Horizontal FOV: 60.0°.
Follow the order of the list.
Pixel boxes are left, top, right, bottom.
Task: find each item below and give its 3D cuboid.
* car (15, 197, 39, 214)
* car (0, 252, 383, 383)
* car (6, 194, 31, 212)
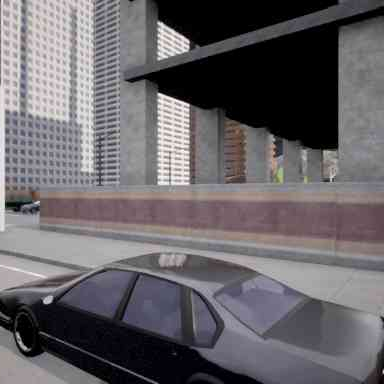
[{"bbox_3d":[-15.744,1.526,35.357,1.812,1.442,4.674,0,0,36],"label":"car"},{"bbox_3d":[-0.417,1.547,4.288,5.357,1.411,2.033,0,0,35],"label":"car"},{"bbox_3d":[-19.885,1.221,35.634,2.150,2.045,5.566,0,0,36],"label":"car"}]
